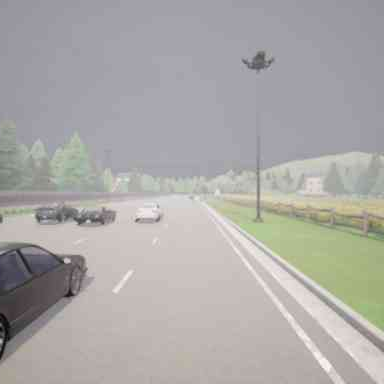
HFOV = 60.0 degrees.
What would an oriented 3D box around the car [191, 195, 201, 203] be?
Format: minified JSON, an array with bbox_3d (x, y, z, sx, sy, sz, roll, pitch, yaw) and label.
[{"bbox_3d":[1.244,1.770,79.674,1.812,1.442,4.674,0,0,0],"label":"car"}]

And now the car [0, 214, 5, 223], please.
[{"bbox_3d":[-13.895,1.611,20.568,2.033,1.411,5.357,0,0,0],"label":"car"}]

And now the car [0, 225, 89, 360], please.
[{"bbox_3d":[-3.398,1.565,5.545,2.033,1.411,5.357,0,0,0],"label":"car"}]

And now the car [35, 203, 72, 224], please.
[{"bbox_3d":[-10.393,1.572,25.909,2.128,1.511,4.902,0,0,0],"label":"car"}]

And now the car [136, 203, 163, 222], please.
[{"bbox_3d":[-3.407,1.609,26.958,1.812,1.442,4.674,0,0,0],"label":"car"}]

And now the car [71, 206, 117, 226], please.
[{"bbox_3d":[-6.894,1.676,24.369,1.895,1.301,4.718,0,0,0],"label":"car"}]
